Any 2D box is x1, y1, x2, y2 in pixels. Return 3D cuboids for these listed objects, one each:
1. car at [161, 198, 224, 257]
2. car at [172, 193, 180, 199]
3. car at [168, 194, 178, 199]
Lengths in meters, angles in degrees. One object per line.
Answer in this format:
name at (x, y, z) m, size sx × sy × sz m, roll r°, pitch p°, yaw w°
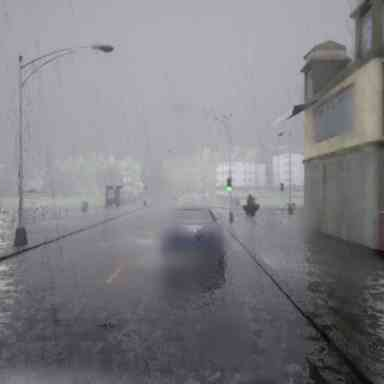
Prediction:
car at (0.044, 1.284, 12.836) m, size 2.097 × 1.767 × 4.553 m, roll 0°, pitch 0°, yaw 1°
car at (-3.988, 0.965, 85.108) m, size 1.895 × 1.301 × 4.718 m, roll 0°, pitch 0°, yaw 0°
car at (-3.990, 1.137, 69.514) m, size 1.837 × 1.490 × 4.892 m, roll 0°, pitch 0°, yaw 0°
